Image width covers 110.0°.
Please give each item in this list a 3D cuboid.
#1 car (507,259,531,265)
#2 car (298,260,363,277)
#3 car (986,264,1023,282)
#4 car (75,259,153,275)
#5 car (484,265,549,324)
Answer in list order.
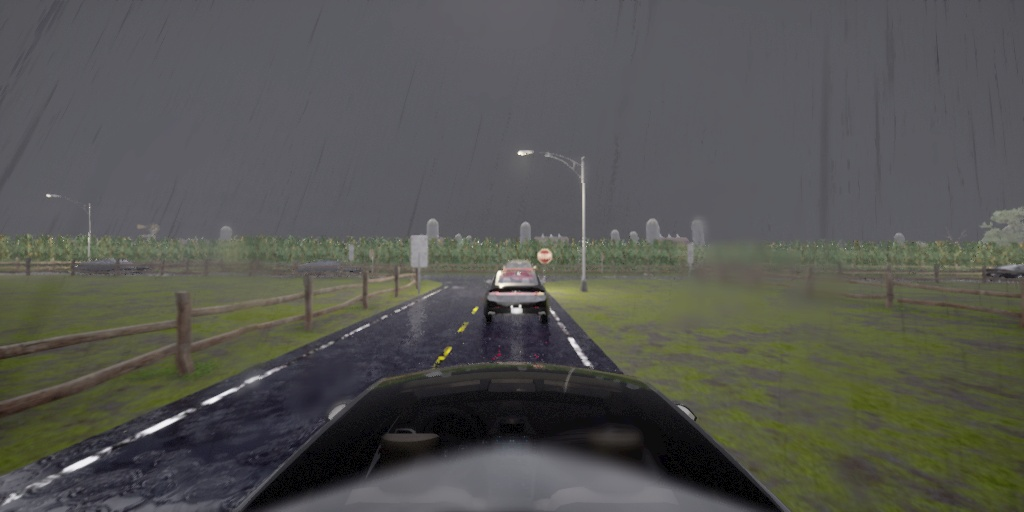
[{"bbox_3d":[0.480,1.032,22.617,2.097,1.767,4.553,0,0,4],"label":"car"},{"bbox_3d":[-16.026,1.070,31.627,5.357,1.411,2.033,0,-1,1],"label":"car"},{"bbox_3d":[44.257,1.474,31.132,5.008,1.535,1.882,1,-1,1],"label":"car"},{"bbox_3d":[-35.239,0.947,31.805,5.357,1.411,2.033,0,-1,1],"label":"car"},{"bbox_3d":[0.134,1.208,11.817,2.128,1.511,4.902,0,0,0],"label":"car"}]
